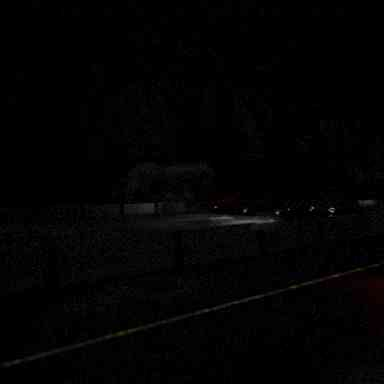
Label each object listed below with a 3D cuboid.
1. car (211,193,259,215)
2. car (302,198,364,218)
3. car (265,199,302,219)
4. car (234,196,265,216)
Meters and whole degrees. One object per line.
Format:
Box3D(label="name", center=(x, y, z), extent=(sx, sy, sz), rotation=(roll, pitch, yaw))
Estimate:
Box3D(label="car", center=(4.475, 1.082, 32.841), extent=(5.566, 2.045, 2.150), rotation=(0, 0, -35))
Box3D(label="car", center=(10.555, 1.222, 24.280), extent=(4.553, 1.767, 2.097), rotation=(0, 0, -35))
Box3D(label="car", center=(8.638, 1.358, 27.211), extent=(4.902, 1.511, 2.128), rotation=(0, 0, -35))
Box3D(label="car", center=(6.583, 1.355, 30.044), extent=(4.902, 1.511, 2.128), rotation=(0, 0, -35))
